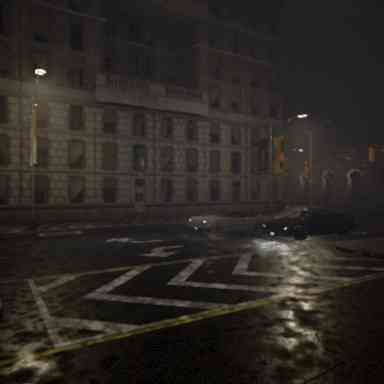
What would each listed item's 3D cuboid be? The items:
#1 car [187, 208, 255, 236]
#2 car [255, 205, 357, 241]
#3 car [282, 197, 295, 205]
[{"bbox_3d":[2.116,1.594,18.532,4.718,1.301,1.895,0,0,-30],"label":"car"},{"bbox_3d":[6.019,1.539,16.767,5.357,1.411,2.033,0,0,-30],"label":"car"},{"bbox_3d":[14.599,1.501,54.354,1.812,1.442,4.674,0,0,-31],"label":"car"}]
